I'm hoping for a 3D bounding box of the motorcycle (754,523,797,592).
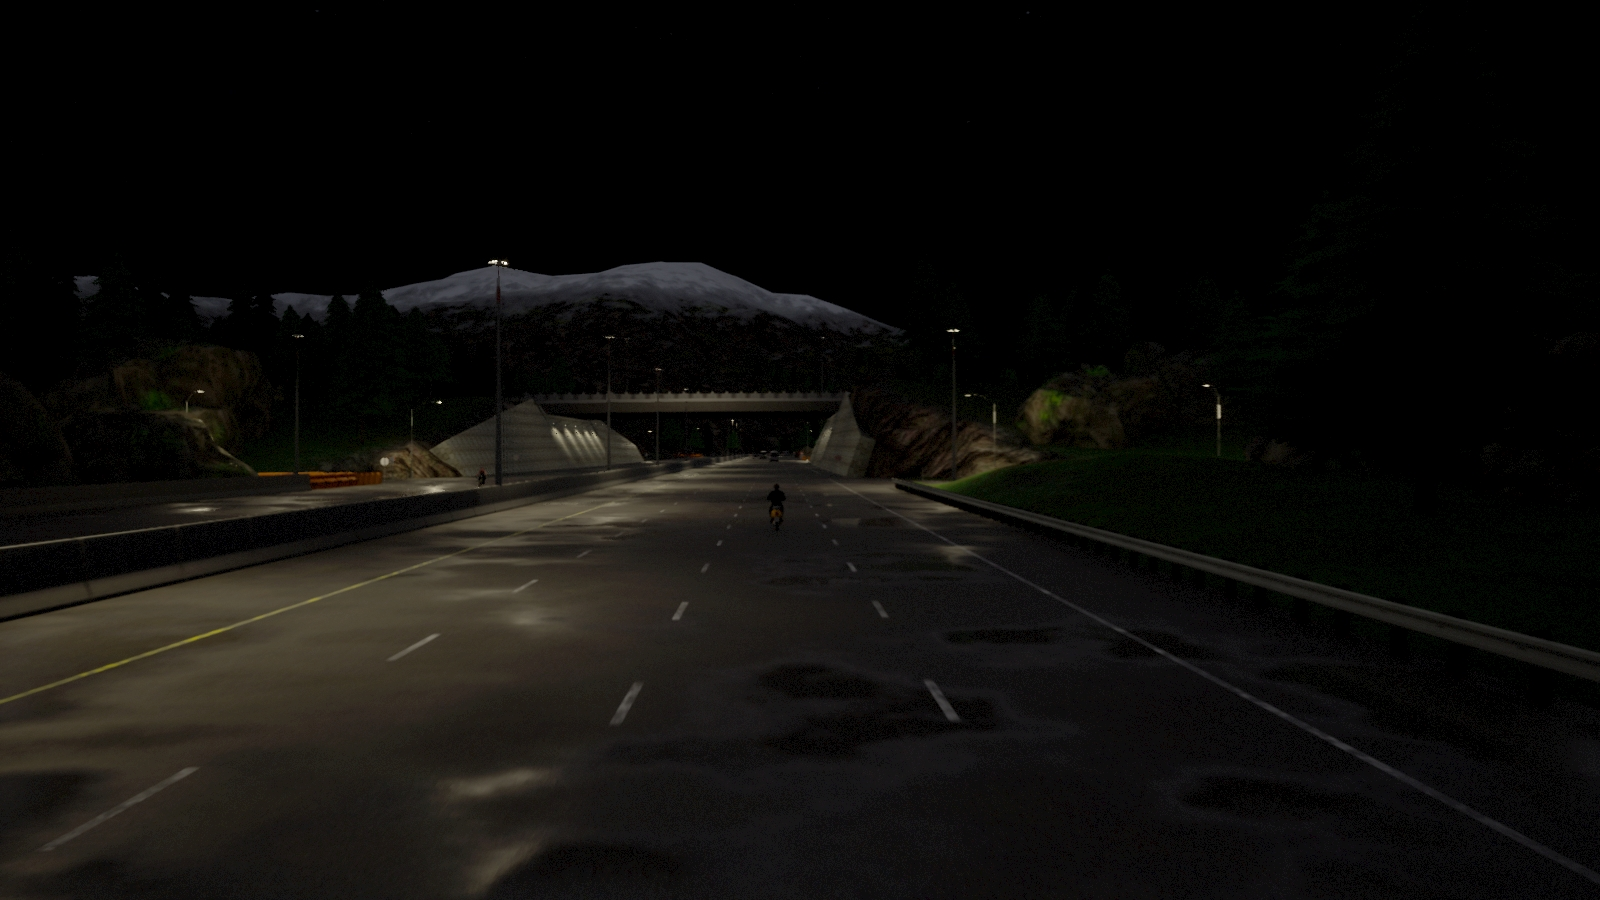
[{"bbox_3d":[-0.500,2.183,23.513,0.856,1.236,1.805,0,0,-1],"label":"motorcycle"}]
